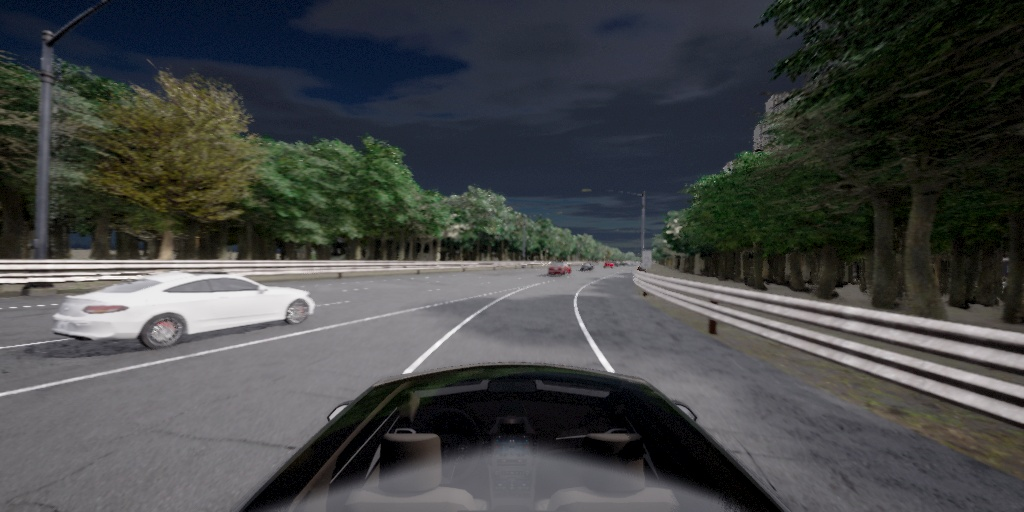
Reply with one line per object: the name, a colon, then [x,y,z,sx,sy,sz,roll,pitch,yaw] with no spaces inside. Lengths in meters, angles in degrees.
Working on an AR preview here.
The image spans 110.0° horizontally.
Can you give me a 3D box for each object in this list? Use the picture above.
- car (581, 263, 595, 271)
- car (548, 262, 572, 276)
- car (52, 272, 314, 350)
car: [13.478,1.975,63.890,1.812,1.442,4.674,1,0,20]
car: [5.810,1.470,43.222,2.097,1.767,4.553,1,0,20]
car: [-7.098,1.094,8.466,1.812,1.442,4.674,1,0,20]
